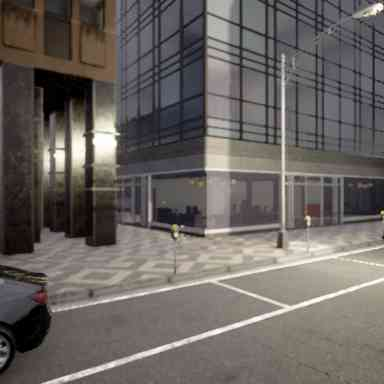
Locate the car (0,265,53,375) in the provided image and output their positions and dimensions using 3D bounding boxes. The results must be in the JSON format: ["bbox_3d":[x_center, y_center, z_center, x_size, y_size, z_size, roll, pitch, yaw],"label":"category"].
[{"bbox_3d":[-3.919,1.569,3.842,4.313,1.339,1.947,0,0,-36],"label":"car"}]
